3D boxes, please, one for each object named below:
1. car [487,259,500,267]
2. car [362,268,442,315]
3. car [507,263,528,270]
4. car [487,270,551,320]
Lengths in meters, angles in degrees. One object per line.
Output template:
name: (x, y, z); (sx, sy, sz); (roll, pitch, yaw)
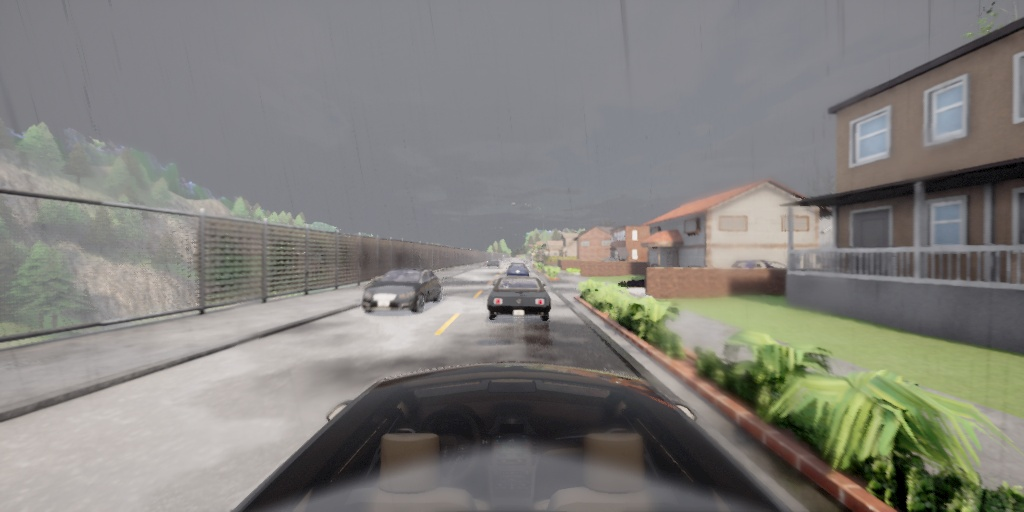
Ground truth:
car: (-3.146, 1.259, 61.567); (1.994, 1.385, 4.181); (0, 0, 1)
car: (-3.948, 1.207, 13.583); (2.128, 1.511, 4.902); (0, 0, 1)
car: (0.533, 1.300, 33.020); (1.994, 1.385, 4.181); (0, 0, 1)
car: (0.236, 1.346, 12.558); (1.895, 1.301, 4.718); (0, 0, 1)
